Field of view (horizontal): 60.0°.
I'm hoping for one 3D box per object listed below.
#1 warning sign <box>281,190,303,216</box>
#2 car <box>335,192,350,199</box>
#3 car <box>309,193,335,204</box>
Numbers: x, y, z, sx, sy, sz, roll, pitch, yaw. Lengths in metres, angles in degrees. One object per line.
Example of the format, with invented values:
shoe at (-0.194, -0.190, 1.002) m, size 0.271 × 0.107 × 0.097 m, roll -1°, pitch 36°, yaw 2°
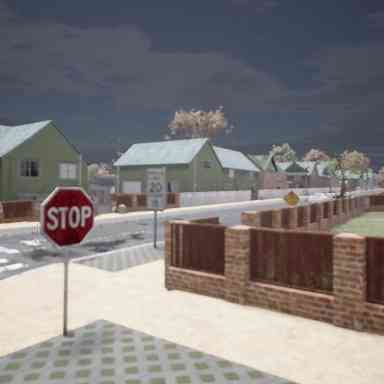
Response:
warning sign at (7.536, 0.818, 25.121) m, size 1.300 × 1.860 × 1.060 m, roll 0°, pitch 0°, yaw 35°
car at (23.498, 0.688, 51.992) m, size 1.895 × 1.301 × 4.718 m, roll 2°, pitch 2°, yaw 36°
car at (15.817, 0.856, 41.069) m, size 1.812 × 1.442 × 4.674 m, roll 2°, pitch 1°, yaw 35°
